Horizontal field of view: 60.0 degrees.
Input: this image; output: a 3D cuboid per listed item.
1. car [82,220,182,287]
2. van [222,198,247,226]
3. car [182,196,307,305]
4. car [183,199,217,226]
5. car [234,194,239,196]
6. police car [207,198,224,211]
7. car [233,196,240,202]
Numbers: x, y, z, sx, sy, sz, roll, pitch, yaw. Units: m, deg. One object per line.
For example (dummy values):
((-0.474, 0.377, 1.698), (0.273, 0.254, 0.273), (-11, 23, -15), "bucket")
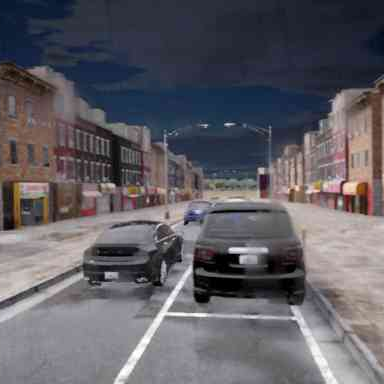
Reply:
((-1.412, 1.571, 9.569), (1.837, 1.490, 4.892), (-1, -1, 8), "car")
((3.229, 1.419, 25.071), (1.690, 1.788, 3.998), (-2, 0, 8), "van")
((1.322, 1.250, 8.316), (2.150, 2.045, 5.566), (-1, 0, 8), "car")
((0.706, 1.467, 25.196), (2.097, 1.767, 4.553), (-1, 0, 8), "car")
((4.715, 1.426, 36.036), (2.192, 1.841, 5.009), (-2, 0, 8), "car")
((3.129, 1.597, 43.799), (1.930, 1.638, 5.238), (-1, 0, 8), "police car")
((12.161, 1.850, 90.856), (1.947, 1.339, 4.313), (-2, 0, 8), "car")
